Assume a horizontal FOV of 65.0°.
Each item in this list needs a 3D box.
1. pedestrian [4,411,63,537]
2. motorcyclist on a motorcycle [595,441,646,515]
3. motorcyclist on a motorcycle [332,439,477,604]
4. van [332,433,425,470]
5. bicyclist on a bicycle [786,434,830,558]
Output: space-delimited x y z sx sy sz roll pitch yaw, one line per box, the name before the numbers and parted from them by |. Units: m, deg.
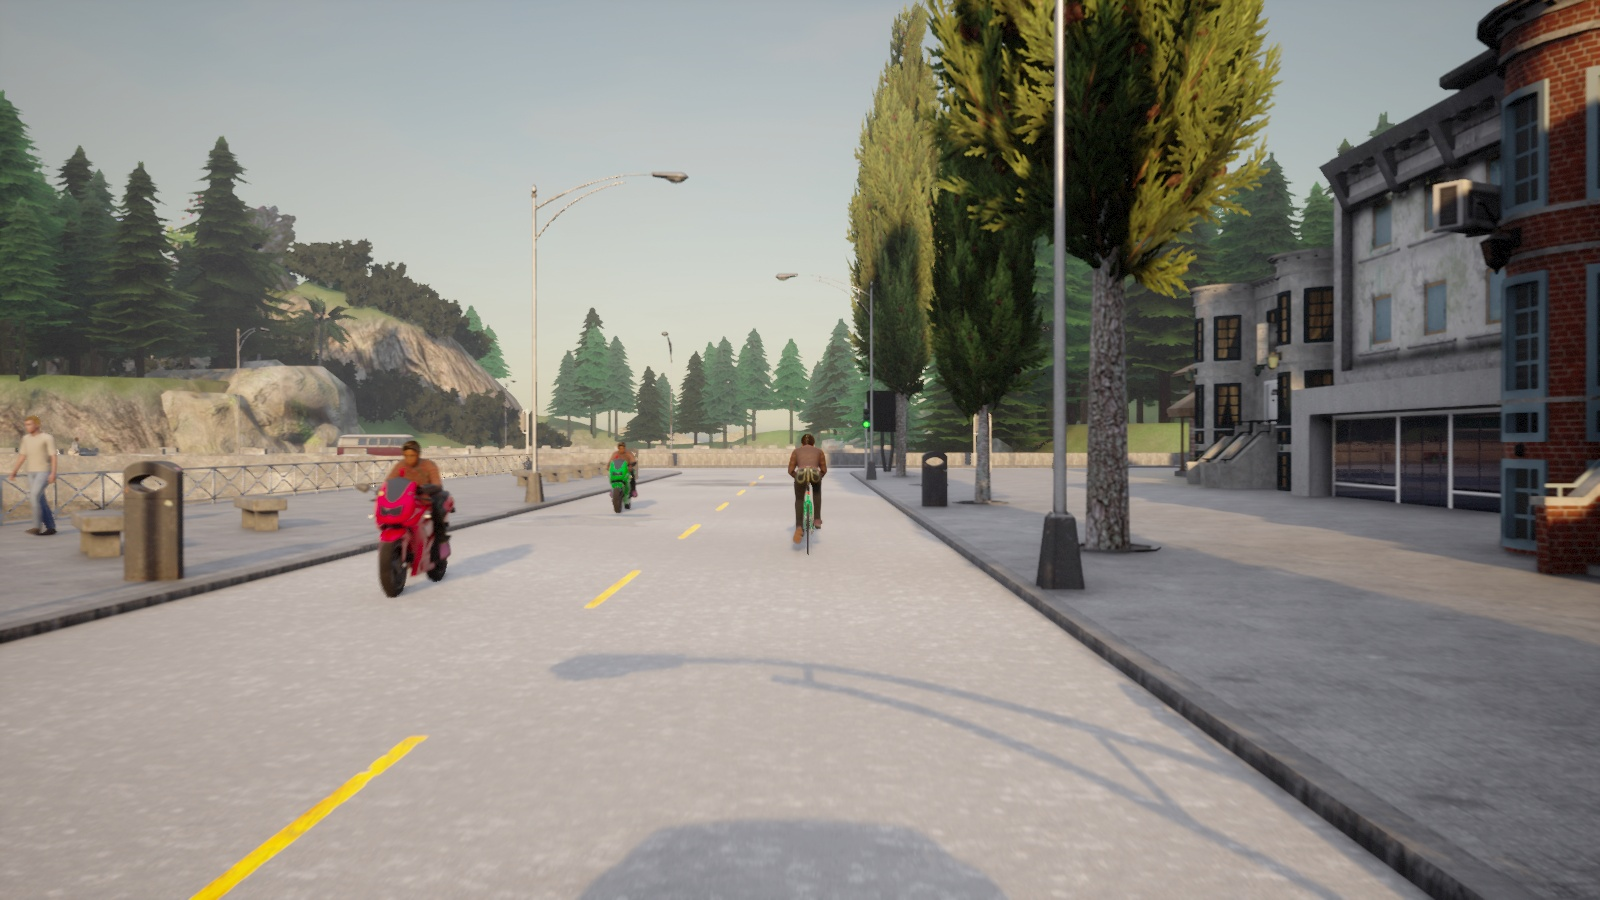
pedestrian | -11.374 0.342 18.647 0.354 1.836 0.706 0 0 15
motorcyclist on a motorcycle | -3.835 0.573 26.972 0.797 1.523 2.044 0 0 0
motorcyclist on a motorcycle | -3.915 0.654 12.616 0.797 1.523 2.044 0 0 0
van | -22.949 0.093 68.428 4.442 1.987 1.775 0 0 0
bicyclist on a bicycle | 0.111 0.602 17.310 0.582 1.620 1.656 0 0 0
